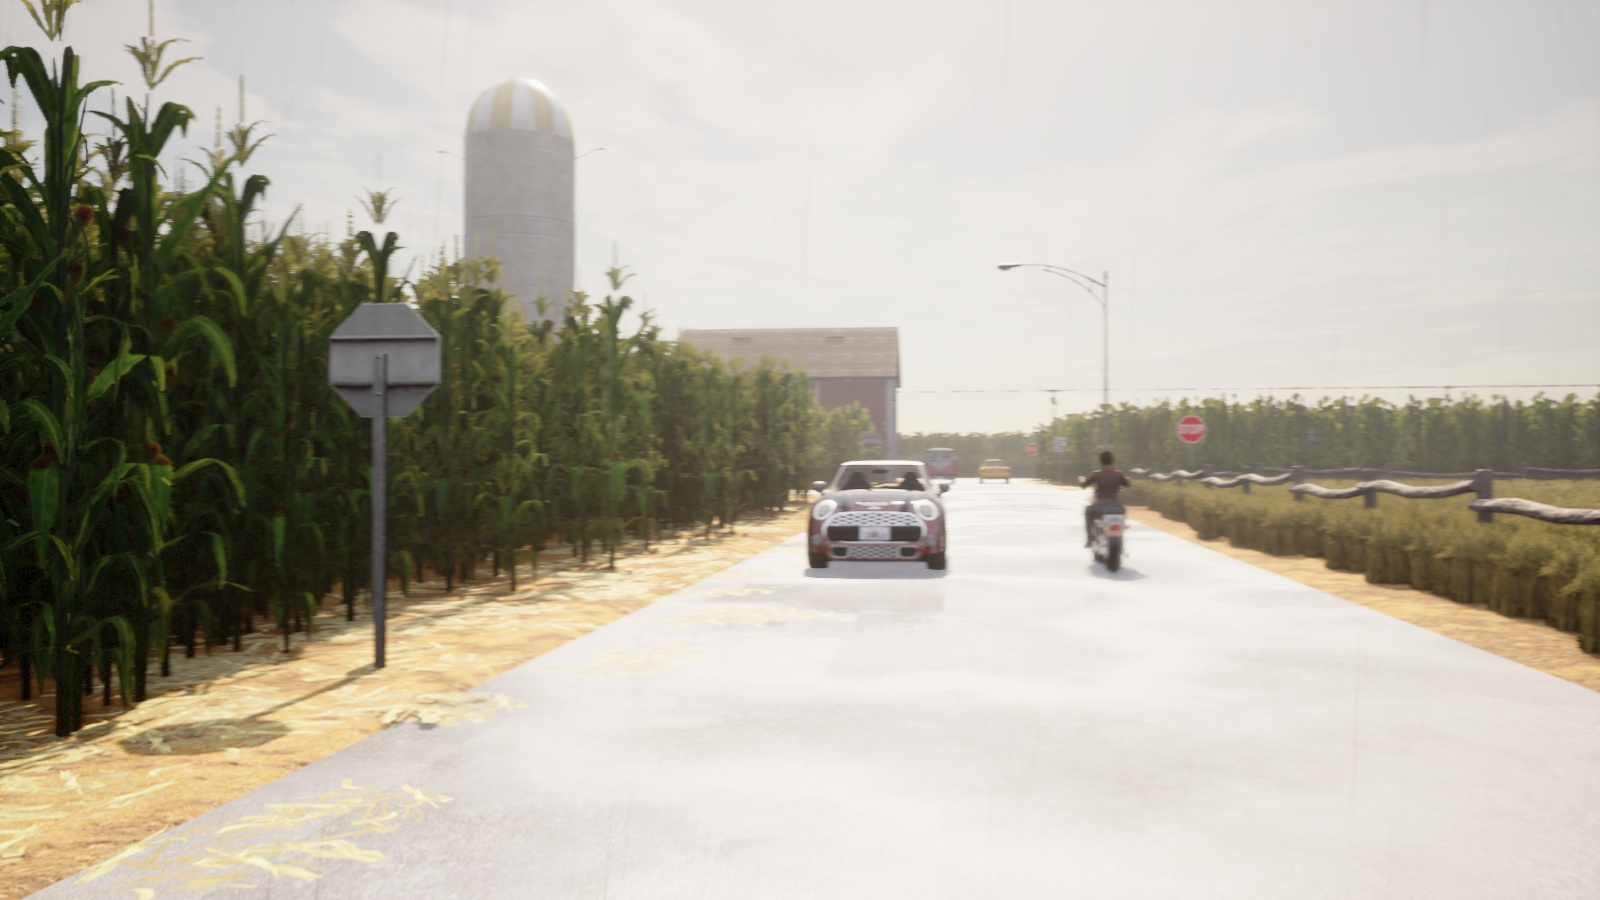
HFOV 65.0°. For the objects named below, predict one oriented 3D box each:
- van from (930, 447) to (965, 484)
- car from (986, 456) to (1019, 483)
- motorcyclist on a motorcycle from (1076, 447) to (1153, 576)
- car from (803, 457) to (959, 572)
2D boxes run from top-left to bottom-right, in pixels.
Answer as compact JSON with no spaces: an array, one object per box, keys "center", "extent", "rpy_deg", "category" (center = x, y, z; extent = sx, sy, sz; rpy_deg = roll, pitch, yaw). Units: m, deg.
[{"center":[8.059,0.864,68.451],"extent":[1.775,1.987,4.442],"rpy_deg":[0,-1,8],"category":"van"},{"center":[12.161,1.156,75.666],"extent":[1.801,1.575,5.366],"rpy_deg":[0,-1,8],"category":"car"},{"center":[4.302,0.803,17.327],"extent":[0.766,1.649,2.350],"rpy_deg":[0,-1,8],"category":"motorcyclist on a motorcycle"},{"center":[1.275,0.841,18.074],"extent":[1.970,1.475,3.806],"rpy_deg":[0,0,8],"category":"car"}]
